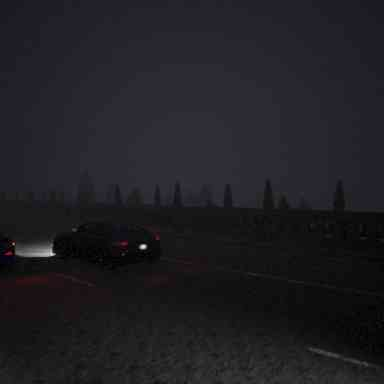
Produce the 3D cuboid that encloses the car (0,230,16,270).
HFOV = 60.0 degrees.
[{"bbox_3d":[-6.967,1.583,10.208,4.674,1.442,1.812,0,0,43],"label":"car"}]

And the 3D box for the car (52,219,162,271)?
[{"bbox_3d":[-2.957,1.620,11.259,4.181,1.385,1.994,0,0,41],"label":"car"}]
